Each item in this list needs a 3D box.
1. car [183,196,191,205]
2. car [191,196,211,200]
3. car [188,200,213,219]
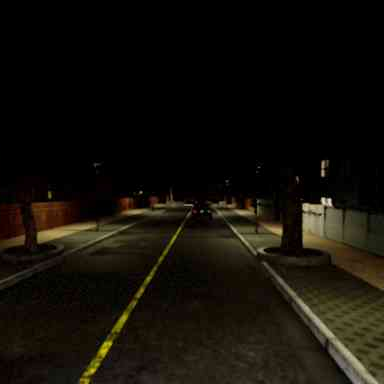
[{"bbox_3d":[-0.692,1.735,70.098,2.097,1.767,4.553,0,0,2],"label":"car"},{"bbox_3d":[1.342,1.487,44.582,2.150,2.045,5.566,0,0,2],"label":"car"},{"bbox_3d":[0.941,1.734,30.842,2.033,1.411,5.357,0,0,2],"label":"car"}]
